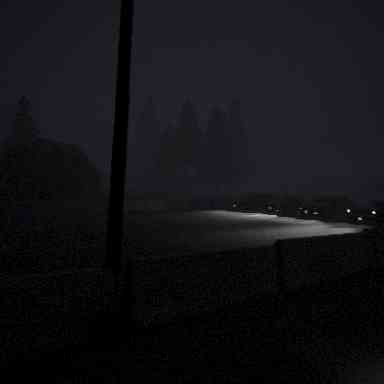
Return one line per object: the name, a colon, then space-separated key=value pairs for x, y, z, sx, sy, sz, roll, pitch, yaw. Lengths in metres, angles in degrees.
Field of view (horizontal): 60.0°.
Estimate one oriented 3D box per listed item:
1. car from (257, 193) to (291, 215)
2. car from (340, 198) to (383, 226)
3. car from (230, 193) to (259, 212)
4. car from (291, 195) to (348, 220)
car: x=7.418 y=0.984 z=25.630 sx=4.181 sy=1.385 sz=1.994 roll=0 pitch=1 yaw=-33
car: x=11.218 y=1.168 z=19.756 sx=4.718 sy=1.301 sz=1.895 roll=0 pitch=1 yaw=-33
car: x=5.496 y=0.851 z=28.553 sx=4.892 sy=1.490 sz=1.837 roll=-1 pitch=1 yaw=-33
car: x=9.338 y=0.998 z=22.704 sx=4.892 sy=1.490 sz=1.837 roll=-1 pitch=1 yaw=-33
